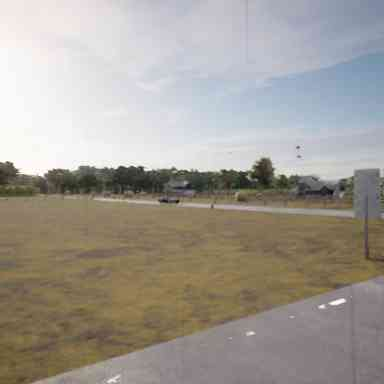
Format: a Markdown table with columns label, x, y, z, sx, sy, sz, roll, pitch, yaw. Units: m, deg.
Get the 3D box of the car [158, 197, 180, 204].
| label | x | y | z | sx | sy | sz | roll | pitch | yaw |
| --- | --- | --- | --- | --- | --- | --- | --- | --- | --- |
| car | -4.178 | 1.522 | 60.280 | 1.895 | 1.301 | 4.718 | -1 | 1 | -35 |
